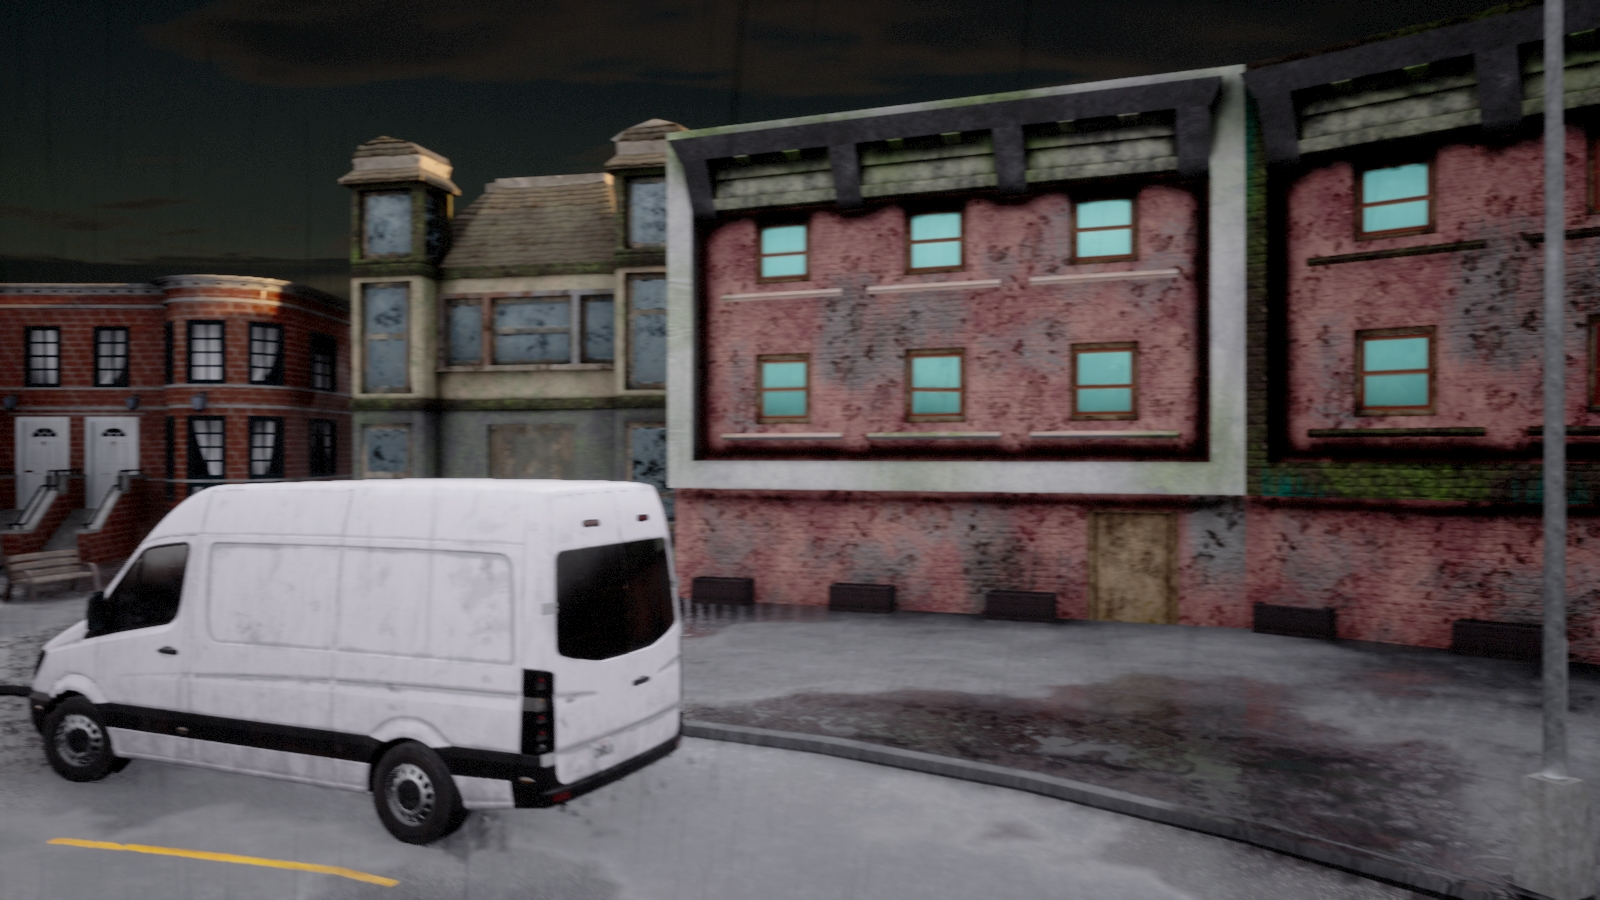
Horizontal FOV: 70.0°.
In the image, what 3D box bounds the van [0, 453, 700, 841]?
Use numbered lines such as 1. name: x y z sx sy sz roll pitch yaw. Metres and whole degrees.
1. van: -3.928 1.314 9.706 5.915 2.561 1.988 0 0 25
